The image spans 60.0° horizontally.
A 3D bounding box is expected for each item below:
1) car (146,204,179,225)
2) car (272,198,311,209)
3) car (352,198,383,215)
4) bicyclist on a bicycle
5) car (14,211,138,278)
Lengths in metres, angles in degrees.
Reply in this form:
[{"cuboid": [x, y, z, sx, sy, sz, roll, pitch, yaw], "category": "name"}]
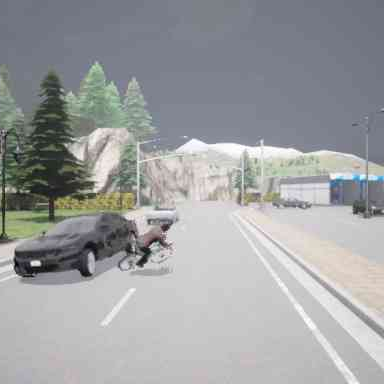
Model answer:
[{"cuboid": [-2.074, 1.601, 24.336, 1.895, 1.301, 4.718, 0, 0, 4], "category": "car"}, {"cuboid": [12.908, 1.491, 43.193, 4.902, 1.511, 2.128, 0, 0, 5], "category": "car"}, {"cuboid": [16.034, 1.340, 29.844, 2.007, 1.523, 4.514, 0, 0, 4], "category": "car"}, {"cuboid": [-1.068, 1.438, 8.745, 1.656, 1.620, 0.582, -4, 43, -37], "category": "bicyclist on a bicycle"}, {"cuboid": [-3.237, 1.393, 10.231, 1.882, 1.535, 5.008, -6, -1, 10], "category": "car"}]
